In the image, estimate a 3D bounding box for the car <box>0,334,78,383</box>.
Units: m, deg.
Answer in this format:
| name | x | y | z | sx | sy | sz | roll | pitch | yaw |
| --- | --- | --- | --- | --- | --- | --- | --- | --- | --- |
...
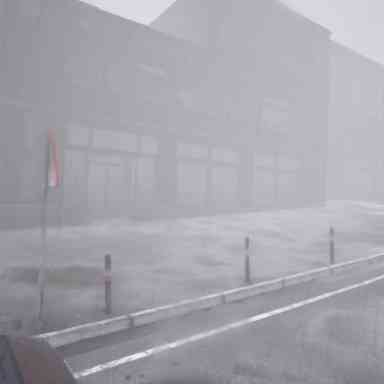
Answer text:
| name | x | y | z | sx | sy | sz | roll | pitch | yaw |
| --- | --- | --- | --- | --- | --- | --- | --- | --- | --- |
| car | -2.622 | 1.565 | 1.514 | 4.181 | 1.385 | 1.994 | 0 | 0 | -35 |
